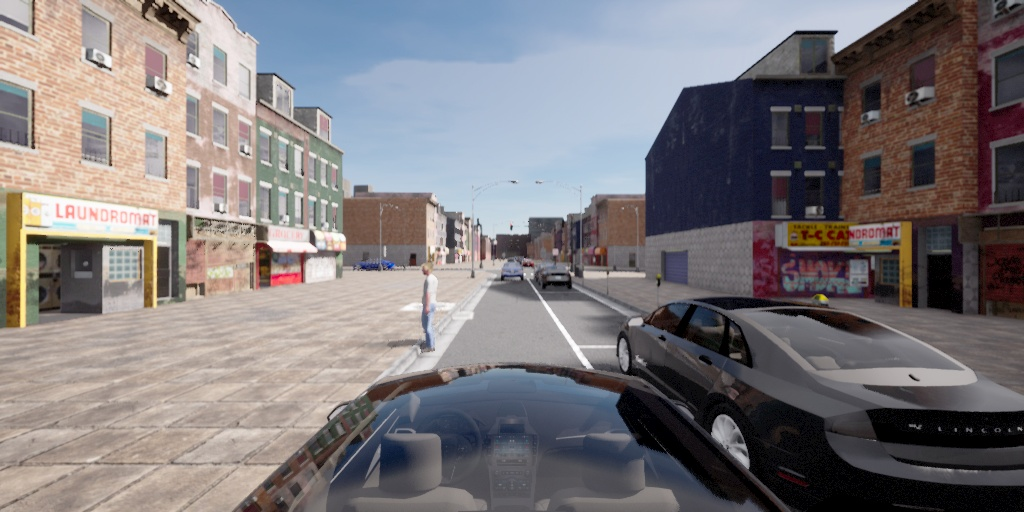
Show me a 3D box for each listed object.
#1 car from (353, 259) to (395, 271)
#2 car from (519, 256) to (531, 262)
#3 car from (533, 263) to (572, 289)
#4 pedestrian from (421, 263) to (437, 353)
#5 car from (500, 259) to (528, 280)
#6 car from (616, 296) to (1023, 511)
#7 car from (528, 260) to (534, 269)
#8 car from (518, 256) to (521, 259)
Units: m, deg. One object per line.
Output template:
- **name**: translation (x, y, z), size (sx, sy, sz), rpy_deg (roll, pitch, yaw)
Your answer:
- **car**: translation (-17.194, 1.069, 44.760), size (5.008, 1.535, 1.882), rpy_deg (0, 0, 0)
- **car**: translation (2.516, 1.165, 56.874), size (1.888, 1.381, 4.507), rpy_deg (0, 0, 0)
- **car**: translation (2.593, 1.247, 22.169), size (1.948, 1.339, 4.313), rpy_deg (0, 0, 0)
- **pedestrian**: translation (-1.686, 1.023, 7.378), size (0.375, 1.860, 0.375), rpy_deg (0, 0, 0)
- **car**: translation (0.022, 1.211, 29.457), size (2.033, 1.411, 5.357), rpy_deg (0, 0, 0)
- **car**: translation (2.744, 1.245, 4.438), size (1.837, 1.490, 4.892), rpy_deg (0, 0, 0)
- **car**: translation (2.580, 1.217, 27.844), size (2.007, 1.370, 4.403), rpy_deg (0, 0, 0)
- **car**: translation (2.503, 1.142, 62.723), size (1.751, 1.417, 4.829), rpy_deg (0, 0, 0)
